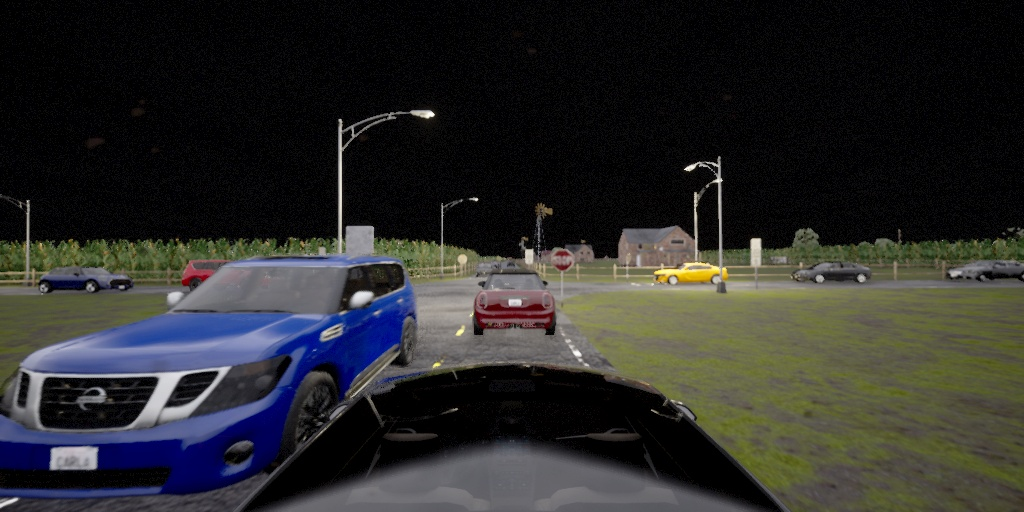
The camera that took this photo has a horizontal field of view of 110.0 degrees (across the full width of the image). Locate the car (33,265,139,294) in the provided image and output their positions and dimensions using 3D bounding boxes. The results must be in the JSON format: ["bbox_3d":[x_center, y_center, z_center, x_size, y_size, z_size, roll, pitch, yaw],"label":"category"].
[{"bbox_3d":[-27.993,1.493,23.696,4.553,1.767,2.097,-1,-1,1],"label":"car"}]

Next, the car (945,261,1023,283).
[{"bbox_3d":[34.267,1.088,25.757,4.902,1.511,2.128,-1,-1,1],"label":"car"}]

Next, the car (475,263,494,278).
[{"bbox_3d":[-2.925,1.524,39.271,1.837,1.490,4.892,0,0,-1],"label":"car"}]

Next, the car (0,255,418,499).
[{"bbox_3d":[-2.923,0.994,5.115,2.150,2.045,5.566,0,0,-1],"label":"car"}]

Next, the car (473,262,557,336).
[{"bbox_3d":[0.042,1.163,10.806,2.097,1.767,4.553,0,0,-1],"label":"car"}]

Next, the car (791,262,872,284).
[{"bbox_3d":[22.981,1.206,25.923,4.892,1.490,1.837,-1,-1,1],"label":"car"}]

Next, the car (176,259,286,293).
[{"bbox_3d":[-18.339,1.273,23.561,5.566,2.045,2.150,-1,-1,1],"label":"car"}]

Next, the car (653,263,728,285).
[{"bbox_3d":[12.882,1.273,26.031,5.008,1.535,1.882,-1,-1,0],"label":"car"}]

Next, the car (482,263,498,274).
[{"bbox_3d":[-2.965,1.661,49.227,1.994,1.385,4.181,0,0,1],"label":"car"}]
